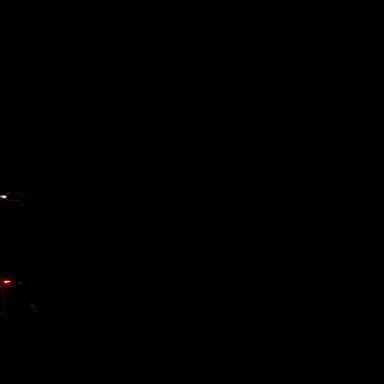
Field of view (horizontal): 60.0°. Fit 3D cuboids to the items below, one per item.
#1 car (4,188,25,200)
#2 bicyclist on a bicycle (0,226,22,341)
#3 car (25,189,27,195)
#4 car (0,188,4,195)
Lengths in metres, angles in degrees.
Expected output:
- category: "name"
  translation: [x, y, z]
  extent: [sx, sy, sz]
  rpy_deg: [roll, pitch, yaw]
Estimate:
- category: "car"
  translation: [-27.329, 0.326, 51.279]
  extent: [1.882, 1.535, 5.008]
  rpy_deg: [-1, 2, -24]
- category: "bicyclist on a bicycle"
  translation: [-2.967, 1.373, 5.261]
  extent: [0.582, 1.620, 1.656]
  rpy_deg: [-2, 1, -37]
- category: "car"
  translation: [-34.006, -0.117, 65.941]
  extent: [1.837, 1.490, 4.892]
  rpy_deg: [-1, 2, -24]
- category: "car"
  translation: [-36.441, -0.009, 64.041]
  extent: [2.033, 1.411, 5.357]
  rpy_deg: [-1, 2, -24]
